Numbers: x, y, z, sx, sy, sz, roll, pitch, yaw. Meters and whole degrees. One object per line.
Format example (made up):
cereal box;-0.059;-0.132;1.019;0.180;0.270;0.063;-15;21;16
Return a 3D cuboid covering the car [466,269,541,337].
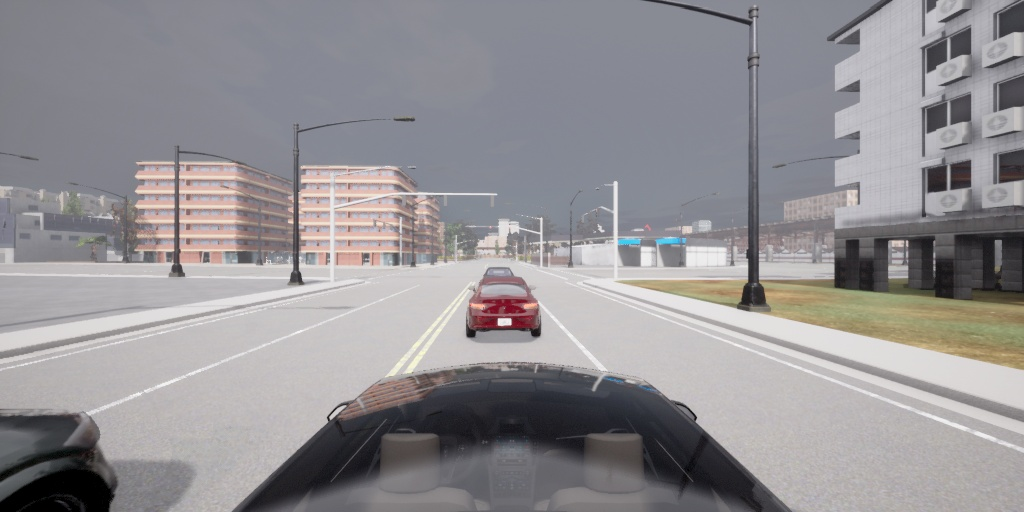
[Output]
car;-0.269;1.276;10.155;1.812;1.442;4.674;0;0;-3

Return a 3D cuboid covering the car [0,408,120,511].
car;-3.645;1.314;0.619;1.994;1.385;4.181;0;0;0

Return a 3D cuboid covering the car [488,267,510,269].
car;-0.727;1.297;19.729;2.033;1.411;5.357;0;0;-3
